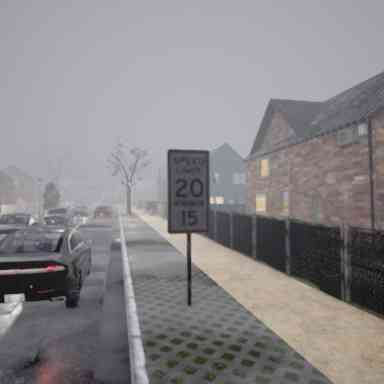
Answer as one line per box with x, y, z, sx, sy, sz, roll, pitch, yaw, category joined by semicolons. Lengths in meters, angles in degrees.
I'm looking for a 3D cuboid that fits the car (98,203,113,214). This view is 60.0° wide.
-12.447;2.321;47.842;1.882;1.535;5.008;0;-1;-12;car

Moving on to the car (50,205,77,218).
-10.520;1.942;26.267;1.837;1.490;4.892;0;-1;-13;car

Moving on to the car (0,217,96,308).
-3.488;1.602;7.928;2.128;1.511;4.902;0;-1;-13;car

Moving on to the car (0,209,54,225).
-8.069;1.737;15.326;2.128;1.511;4.902;0;-1;-13;car

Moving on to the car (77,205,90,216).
-13.886;2.342;41.673;2.033;1.411;5.357;0;-1;-13;car

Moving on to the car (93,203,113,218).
-10.148;2.152;37.809;1.837;1.490;4.892;0;-1;-12;car
